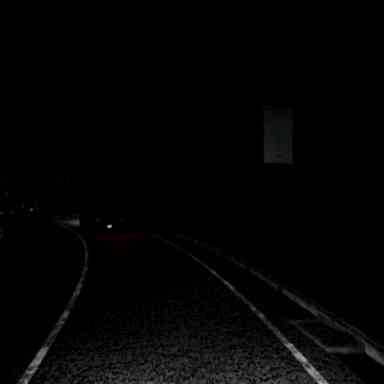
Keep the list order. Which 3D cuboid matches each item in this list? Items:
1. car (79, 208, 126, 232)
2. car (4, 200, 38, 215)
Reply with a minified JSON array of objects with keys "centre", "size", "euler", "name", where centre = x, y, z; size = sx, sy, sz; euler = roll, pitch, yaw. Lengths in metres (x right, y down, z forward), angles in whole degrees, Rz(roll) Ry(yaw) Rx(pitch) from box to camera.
[{"centre":[-5.534,1.595,20.119],"size":[1.895,1.301,4.718],"euler":[0,0,-28],"name":"car"},{"centre":[-17.478,1.550,34.040],"size":[4.674,1.442,1.812],"euler":[-1,-1,39],"name":"car"}]
